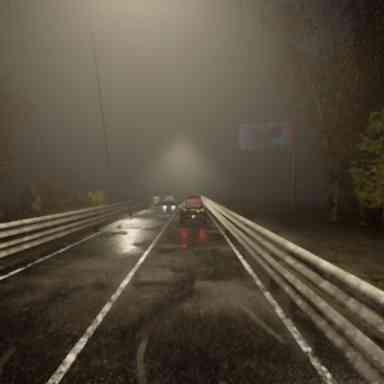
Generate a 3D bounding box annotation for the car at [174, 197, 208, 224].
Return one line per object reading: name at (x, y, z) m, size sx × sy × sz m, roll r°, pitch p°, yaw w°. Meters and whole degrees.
car at (0.087, 1.371, 23.742) m, size 2.128 × 1.511 × 4.902 m, roll 0°, pitch 0°, yaw 0°

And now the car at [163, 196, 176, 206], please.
car at (-3.299, 1.294, 50.251) m, size 2.033 × 1.411 × 5.357 m, roll 0°, pitch 0°, yaw 0°

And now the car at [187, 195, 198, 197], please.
car at (0.069, 1.142, 41.494) m, size 2.097 × 1.767 × 4.553 m, roll 0°, pitch 0°, yaw 0°
